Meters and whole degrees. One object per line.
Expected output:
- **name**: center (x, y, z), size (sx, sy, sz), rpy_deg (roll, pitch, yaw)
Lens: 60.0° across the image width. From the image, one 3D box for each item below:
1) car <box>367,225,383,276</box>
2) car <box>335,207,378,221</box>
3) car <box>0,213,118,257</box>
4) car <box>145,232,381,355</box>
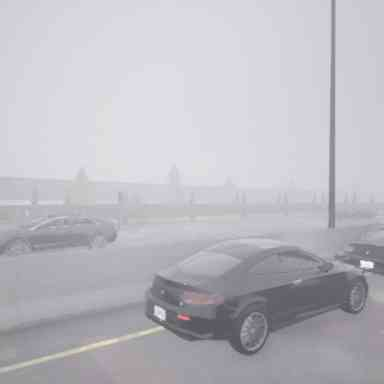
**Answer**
- **car**: center (6.255, 1.684, 9.710), size (4.674, 1.442, 1.812), rpy_deg (1, -1, -36)
- **car**: center (16.055, 2.103, 32.605), size (4.718, 1.301, 1.895), rpy_deg (1, -1, -33)
- **car**: center (-5.350, 1.617, 13.081), size (4.902, 1.511, 2.128), rpy_deg (1, -1, -36)
- **car**: center (1.401, 1.611, 6.183), size (4.674, 1.442, 1.812), rpy_deg (1, -1, -36)
